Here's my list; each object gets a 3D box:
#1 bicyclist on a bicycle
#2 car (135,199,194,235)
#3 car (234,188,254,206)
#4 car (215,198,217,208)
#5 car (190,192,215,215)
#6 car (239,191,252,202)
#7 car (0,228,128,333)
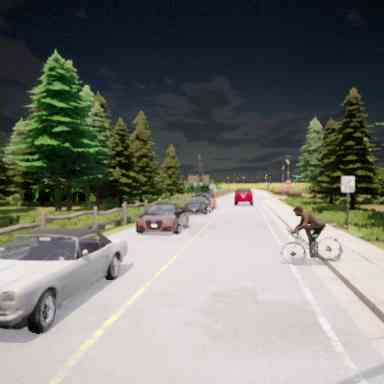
[{"bbox_3d":[3.243,1.207,9.268,1.656,1.620,0.582,-9,-1,9],"label":"bicyclist on a bicycle"},{"bbox_3d":[-1.372,1.286,16.795,1.994,1.385,4.181,0,1,9],"label":"car"},{"bbox_3d":[6.284,0.535,40.265,2.150,2.045,5.566,0,1,10],"label":"car"},{"bbox_3d":[1.211,0.830,32.342,2.097,1.767,4.553,0,1,9],"label":"car"},{"bbox_3d":[0.539,1.081,27.693,1.837,1.490,4.892,0,2,9],"label":"car"},{"bbox_3d":[8.175,0.619,50.507,1.882,1.535,5.008,0,1,11],"label":"car"},{"bbox_3d":[-2.928,1.490,6.799,1.895,1.301,4.718,0,1,8],"label":"car"}]
